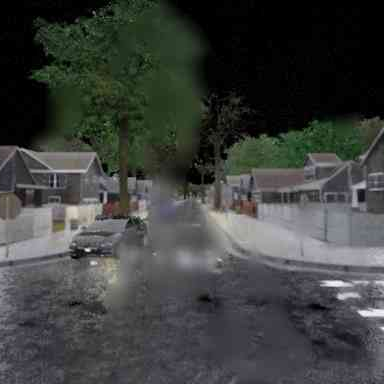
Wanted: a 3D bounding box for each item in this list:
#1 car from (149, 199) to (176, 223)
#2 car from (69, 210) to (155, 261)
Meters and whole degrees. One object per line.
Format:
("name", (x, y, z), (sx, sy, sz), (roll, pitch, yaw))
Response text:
("car", (-2.623, 1.673, 30.577), (2.150, 2.045, 5.566), (0, -1, 0))
("car", (-3.115, 1.708, 13.397), (1.837, 1.490, 4.892), (0, -1, 8))
